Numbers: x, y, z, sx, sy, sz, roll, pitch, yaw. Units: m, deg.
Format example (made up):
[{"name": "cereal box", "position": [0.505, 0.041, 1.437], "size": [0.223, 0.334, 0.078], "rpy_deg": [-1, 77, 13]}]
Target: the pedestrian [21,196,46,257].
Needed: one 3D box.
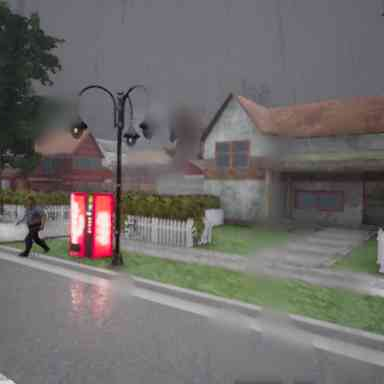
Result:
[{"name": "pedestrian", "position": [-4.686, 0.982, 9.818], "size": [0.375, 1.860, 0.375], "rpy_deg": [2, 2, 36]}]

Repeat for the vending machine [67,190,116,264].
[{"name": "vending machine", "position": [-3.093, 1.015, 10.252], "size": [0.880, 2.100, 1.100], "rpy_deg": [2, 1, 36]}]
